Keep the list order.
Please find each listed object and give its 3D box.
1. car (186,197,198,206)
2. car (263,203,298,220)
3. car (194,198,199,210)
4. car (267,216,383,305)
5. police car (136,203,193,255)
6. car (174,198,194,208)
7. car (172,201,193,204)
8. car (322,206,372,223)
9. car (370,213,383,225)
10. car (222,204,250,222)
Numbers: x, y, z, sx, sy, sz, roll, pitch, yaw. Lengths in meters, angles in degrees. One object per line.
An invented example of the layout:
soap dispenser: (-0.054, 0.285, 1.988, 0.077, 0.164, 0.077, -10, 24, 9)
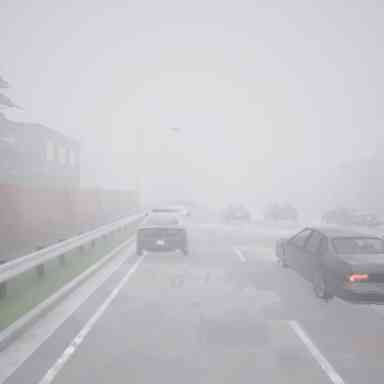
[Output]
car: (-0.016, 1.785, 62.189, 2.128, 1.511, 4.902, 0, 0, 0)
car: (7.092, 1.619, 27.045, 2.128, 1.511, 4.902, 0, 0, 0)
car: (-0.009, 1.729, 47.180, 1.837, 1.490, 4.892, 0, 0, 0)
car: (3.596, 1.588, 8.428, 2.033, 1.411, 5.357, 0, 0, 0)
police car: (-1.054, 1.490, 13.683, 1.930, 1.638, 5.238, 0, 0, 0)
car: (-1.059, 1.491, 29.543, 2.097, 1.767, 4.553, 0, 0, 0)
car: (-1.057, 1.638, 23.572, 1.812, 1.442, 4.674, 0, 0, 0)
car: (10.594, 1.654, 22.474, 2.033, 1.411, 5.357, 0, 0, 0)
car: (7.097, 1.520, 8.860, 1.882, 1.535, 5.008, 0, -1, 0)
car: (3.592, 1.695, 27.629, 1.994, 1.385, 4.181, 0, 0, 0)
